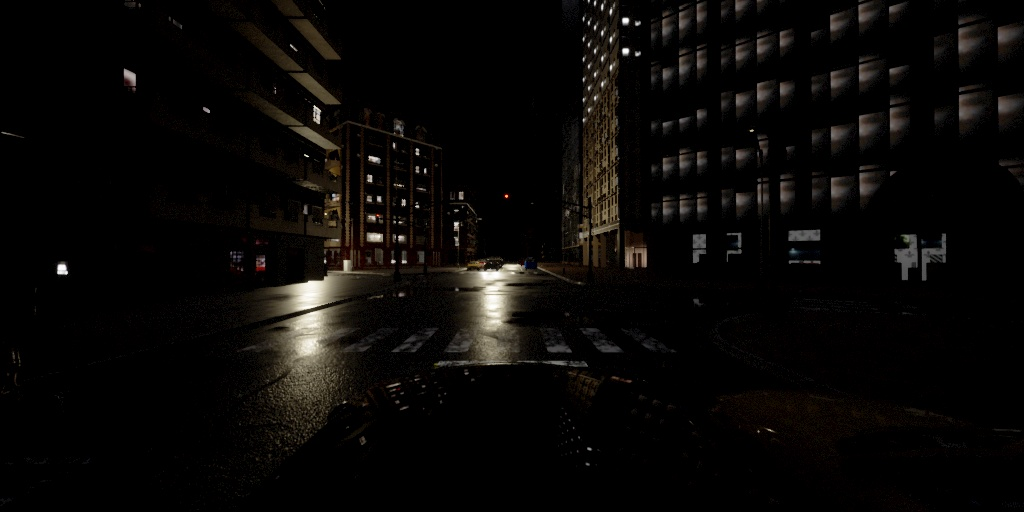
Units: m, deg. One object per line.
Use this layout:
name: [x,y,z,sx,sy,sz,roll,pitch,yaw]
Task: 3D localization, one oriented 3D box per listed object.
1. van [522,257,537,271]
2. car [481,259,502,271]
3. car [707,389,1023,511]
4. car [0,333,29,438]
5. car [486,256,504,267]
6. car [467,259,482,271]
van: [2.609,1.136,50.060,1.690,1.789,3.998,0,0,0]
car: [-2.804,1.394,49.222,1.895,1.301,4.718,0,0,0]
car: [2.563,1.275,1.237,1.751,1.417,4.829,0,0,0]
car: [-5.318,1.064,1.069,2.192,1.841,5.009,0,0,0]
car: [-2.784,1.036,59.146,2.150,2.045,5.566,0,0,0]
car: [-5.271,1.320,49.898,1.751,1.417,4.829,0,0,0]
